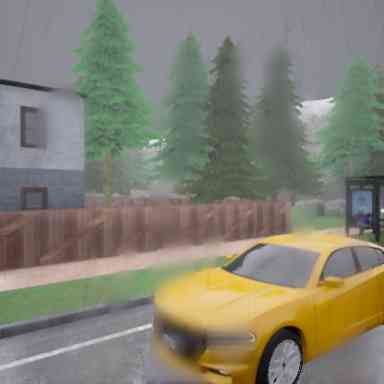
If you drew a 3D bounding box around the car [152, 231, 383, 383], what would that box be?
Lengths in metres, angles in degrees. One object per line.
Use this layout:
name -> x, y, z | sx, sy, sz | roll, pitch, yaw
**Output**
car -> 1.749, 1.455, 5.320 | 5.008, 1.535, 1.882 | 0, 0, -37
